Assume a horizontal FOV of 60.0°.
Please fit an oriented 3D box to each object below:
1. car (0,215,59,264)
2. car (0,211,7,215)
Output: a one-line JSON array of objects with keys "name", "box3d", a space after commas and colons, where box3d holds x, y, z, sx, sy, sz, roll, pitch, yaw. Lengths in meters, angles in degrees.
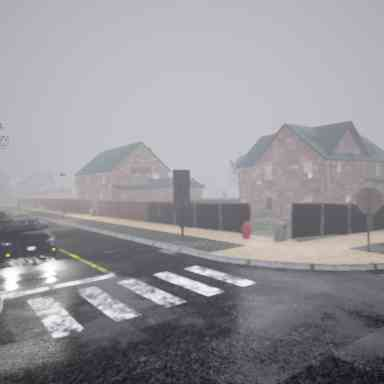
[{"name": "car", "box3d": [-6.643, 1.767, 12.960, 1.994, 1.385, 4.181, -2, 1, -36]}, {"name": "car", "box3d": [-12.979, 1.947, 21.758, 1.895, 1.301, 4.718, -2, 1, -36]}]
